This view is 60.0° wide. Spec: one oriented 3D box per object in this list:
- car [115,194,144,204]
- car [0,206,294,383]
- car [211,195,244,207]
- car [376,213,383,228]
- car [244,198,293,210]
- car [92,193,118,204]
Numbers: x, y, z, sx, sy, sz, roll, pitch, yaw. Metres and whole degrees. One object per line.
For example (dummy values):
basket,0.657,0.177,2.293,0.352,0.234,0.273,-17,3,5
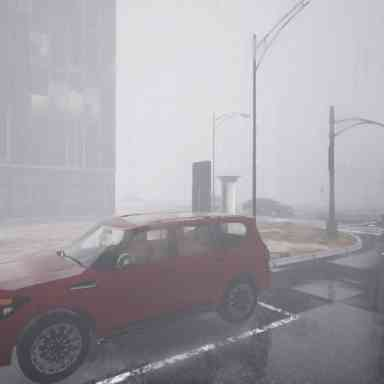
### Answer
car,-9.154,0.987,50.063,2.033,1.411,5.357,0,1,-36
car,-0.818,1.315,5.592,5.009,1.841,2.192,0,0,-35
car,2.006,1.072,29.423,2.097,1.767,4.553,0,1,-36
car,11.930,1.475,15.994,2.033,1.411,5.357,0,1,-36
car,6.487,1.270,28.824,1.837,1.490,4.892,0,1,-36
car,-13.207,0.950,50.118,2.033,1.411,5.357,0,1,-36
